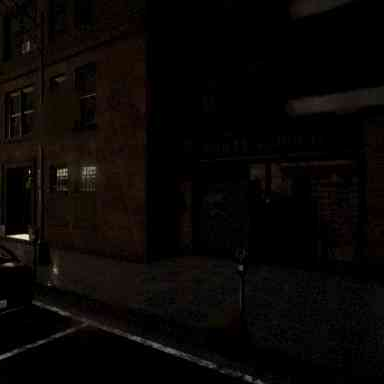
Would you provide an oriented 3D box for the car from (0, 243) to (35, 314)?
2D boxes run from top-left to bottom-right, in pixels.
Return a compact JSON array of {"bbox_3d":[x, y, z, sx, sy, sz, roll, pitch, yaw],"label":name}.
[{"bbox_3d":[-4.816,1.550,6.504,4.403,1.369,2.008,0,0,35],"label":"car"}]
